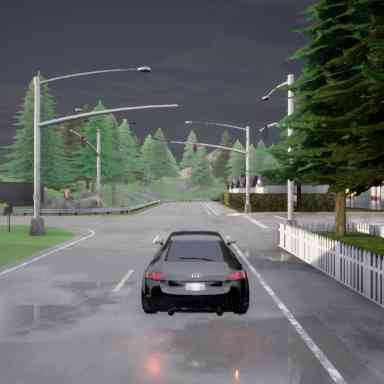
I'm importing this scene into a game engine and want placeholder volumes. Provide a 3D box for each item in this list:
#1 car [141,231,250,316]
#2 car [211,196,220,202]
[{"bbox_3d":[0.075,1.564,7.604,1.994,1.385,4.181,0,0,1],"label":"car"},{"bbox_3d":[6.702,1.525,72.823,5.357,1.411,2.033,0,0,-22],"label":"car"}]
